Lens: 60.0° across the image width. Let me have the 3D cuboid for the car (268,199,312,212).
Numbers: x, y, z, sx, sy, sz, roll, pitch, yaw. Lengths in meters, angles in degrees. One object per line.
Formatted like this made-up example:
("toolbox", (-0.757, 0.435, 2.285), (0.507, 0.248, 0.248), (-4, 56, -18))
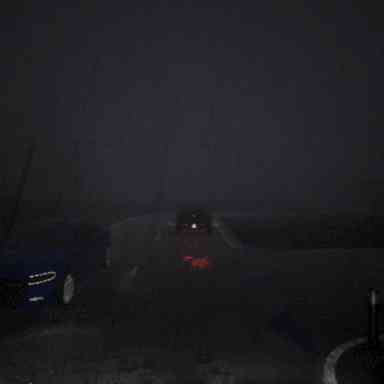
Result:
("car", (9.210, 1.377, 30.970), (4.181, 1.385, 1.994), (0, 0, -5))

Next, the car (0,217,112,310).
("car", (-3.306, 1.429, 8.014), (1.882, 1.535, 5.008), (0, 0, 0))

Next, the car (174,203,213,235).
("car", (0.100, 1.392, 18.190), (1.837, 1.490, 4.892), (0, -1, 0))
